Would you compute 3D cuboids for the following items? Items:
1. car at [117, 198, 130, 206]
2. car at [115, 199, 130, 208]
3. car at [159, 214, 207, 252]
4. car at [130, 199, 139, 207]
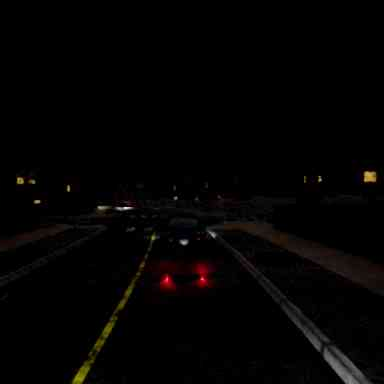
[{"bbox_3d":[-17.103,2.483,82.856,2.097,1.767,4.553,0,-1,-24],"label":"car"},{"bbox_3d":[-14.857,2.603,69.800,1.895,1.301,4.718,0,-1,-20],"label":"car"},{"bbox_3d":[-0.437,1.671,14.466,1.812,1.442,4.674,0,0,-4],"label":"car"},{"bbox_3d":[-12.859,2.379,72.314,2.097,1.767,4.553,0,-1,-21],"label":"car"}]
